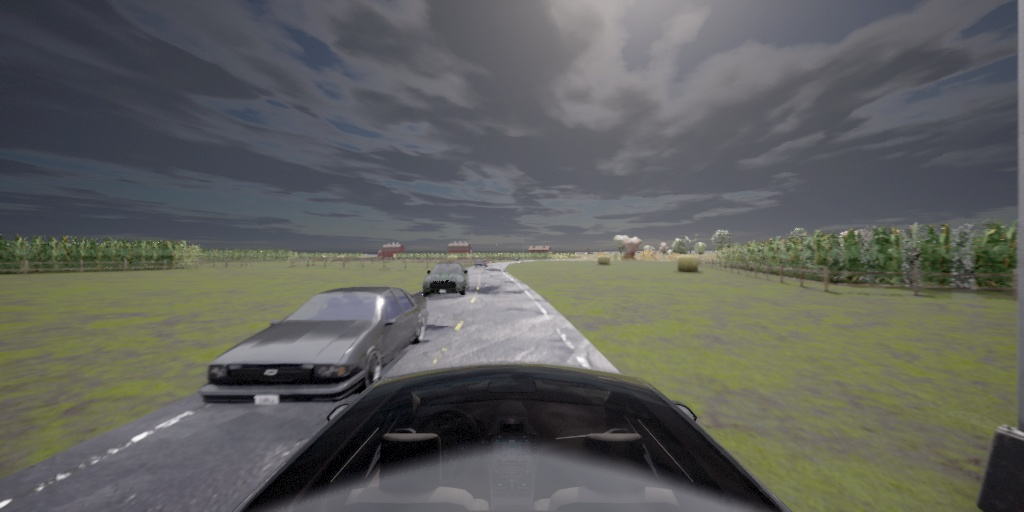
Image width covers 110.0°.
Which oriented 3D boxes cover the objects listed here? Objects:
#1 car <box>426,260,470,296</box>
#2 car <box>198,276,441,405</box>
[{"bbox_3d":[-3.442,1.118,19.486,2.097,1.767,4.553,0,0,-3],"label":"car"},{"bbox_3d":[-2.942,1.309,6.894,2.033,1.411,5.357,0,0,-1],"label":"car"}]
